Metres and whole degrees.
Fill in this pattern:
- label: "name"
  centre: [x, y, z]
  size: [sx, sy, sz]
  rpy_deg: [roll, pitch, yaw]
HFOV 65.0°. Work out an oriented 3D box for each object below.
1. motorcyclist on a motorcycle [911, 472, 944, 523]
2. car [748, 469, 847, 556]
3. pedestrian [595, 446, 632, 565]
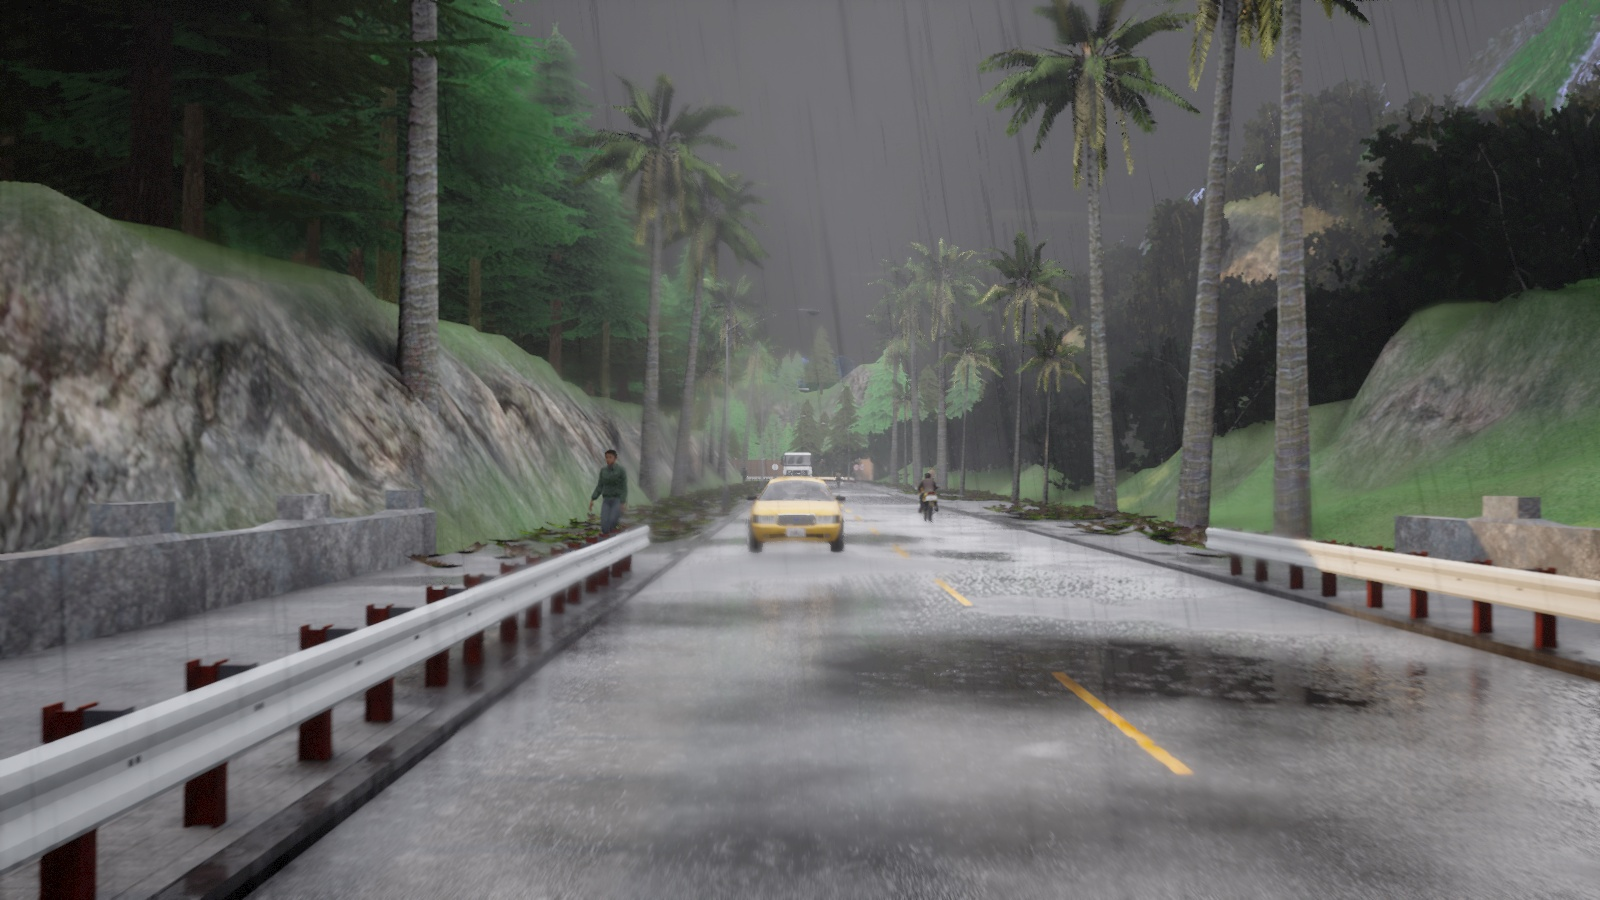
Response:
- label: "motorcyclist on a motorcycle"
  centre: [3.918, 1.427, 38.601]
  size: [0.797, 1.523, 2.044]
  rpy_deg: [0, -1, 0]
- label: "car"
  centre: [-0.055, 1.181, 25.571]
  size: [1.801, 1.575, 5.366]
  rpy_deg: [0, -1, 0]
- label: "pedestrian"
  centre: [-2.956, 0.869, 19.920]
  size: [0.353, 1.847, 0.614]
  rpy_deg: [-1, -1, 18]
